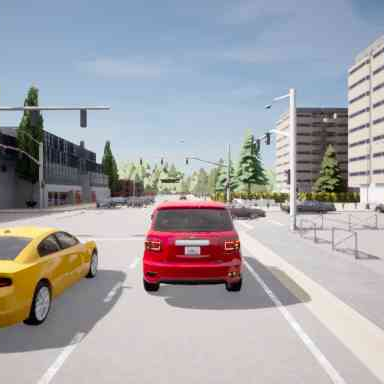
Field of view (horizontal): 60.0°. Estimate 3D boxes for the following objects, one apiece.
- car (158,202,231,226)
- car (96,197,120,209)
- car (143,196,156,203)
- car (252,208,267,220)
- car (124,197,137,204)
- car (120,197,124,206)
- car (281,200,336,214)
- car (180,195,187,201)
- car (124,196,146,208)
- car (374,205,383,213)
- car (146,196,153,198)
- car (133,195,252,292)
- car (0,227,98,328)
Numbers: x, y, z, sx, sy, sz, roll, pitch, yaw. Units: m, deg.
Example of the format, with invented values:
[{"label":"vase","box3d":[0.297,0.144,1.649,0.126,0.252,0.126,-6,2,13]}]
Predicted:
[{"label":"car","box3d":[0.126,1.504,23.355,4.892,1.490,1.837,0,0,-3]},{"label":"car","box3d":[-11.792,1.491,45.836,2.128,1.511,4.902,0,0,-2]},{"label":"car","box3d":[-8.859,1.538,69.831,2.033,1.411,5.357,0,0,-2]},{"label":"car","box3d":[3.264,1.547,27.027,5.357,1.411,2.033,0,0,-3]},{"label":"car","box3d":[-12.284,1.600,66.374,1.895,1.301,4.718,0,0,-1]},{"label":"car","box3d":[-12.061,1.546,56.088,2.033,1.411,5.357,0,0,-1]},{"label":"car","box3d":[12.085,1.547,34.557,5.357,1.411,2.033,0,0,-2]},{"label":"car","box3d":[-2.333,1.523,87.170,1.812,1.442,4.674,0,0,-2]},{"label":"car","box3d":[-8.388,1.504,49.256,1.837,1.490,4.892,0,0,-2]},{"label":"car","box3d":[22.168,1.547,34.860,5.357,1.411,2.033,0,0,-2]},{"label":"car","box3d":[-8.646,1.490,59.467,2.128,1.511,4.902,0,0,-1]},{"label":"car","box3d":[0.017,1.221,9.089,2.150,2.045,5.566,0,0,0]},{"label":"car","box3d":[-3.478,1.478,7.101,1.882,1.535,5.008,0,0,0]}]
